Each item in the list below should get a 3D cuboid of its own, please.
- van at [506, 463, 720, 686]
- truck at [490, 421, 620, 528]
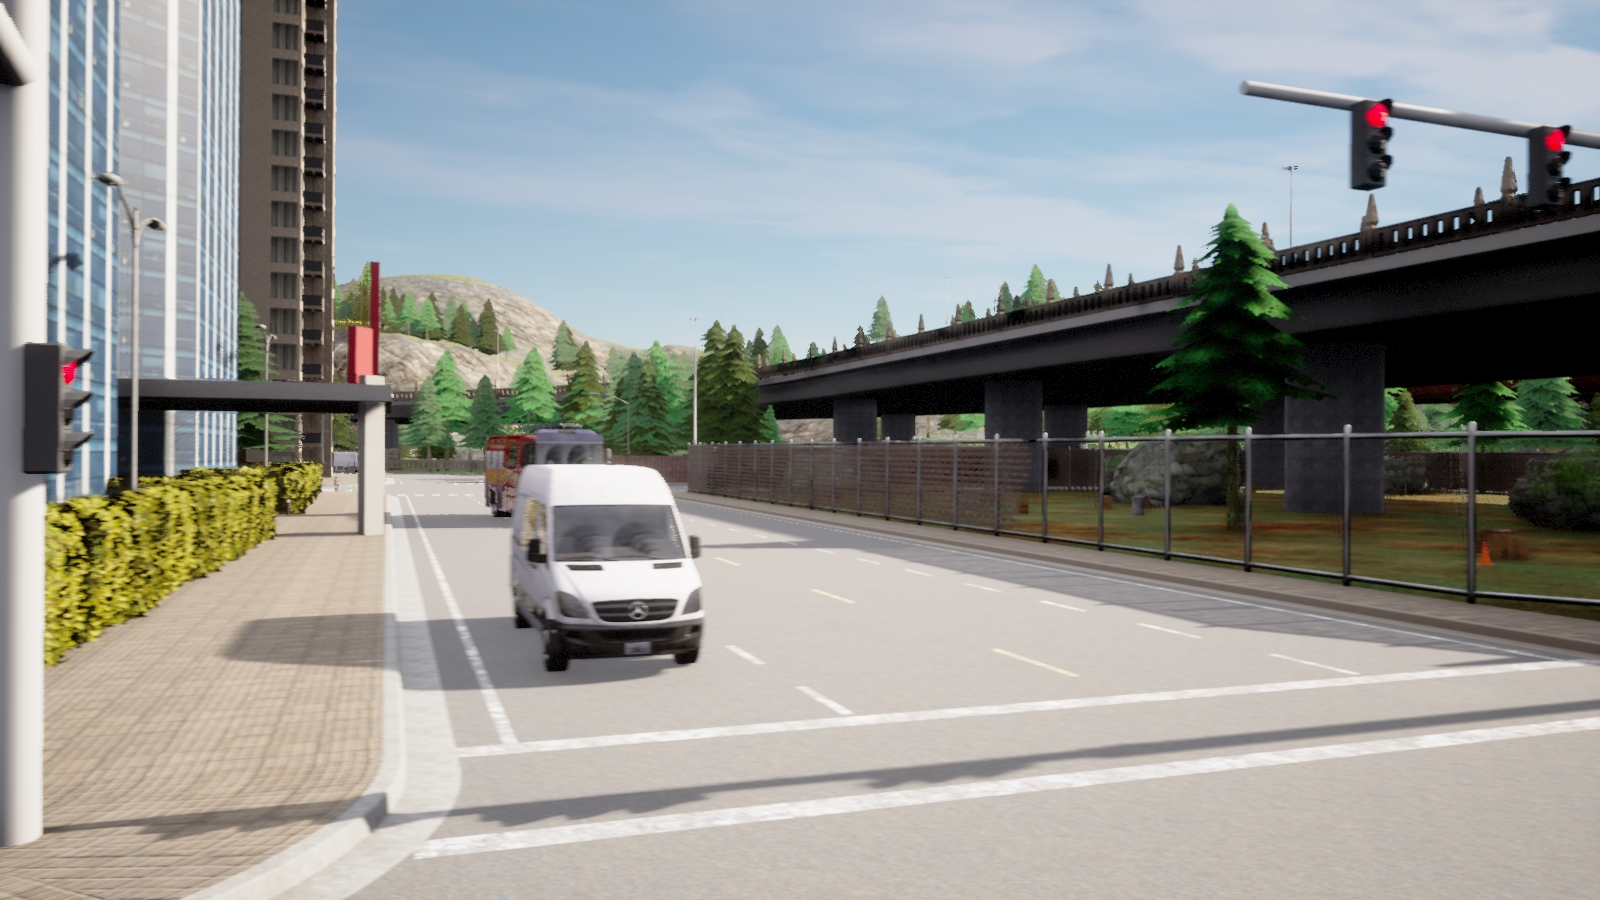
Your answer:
[{"bbox_3d":[-2.940,1.505,16.553,1.988,2.561,5.915,0,0,-20],"label":"van"},{"bbox_3d":[-9.865,0.882,45.235,2.891,3.827,8.468,1,0,-27],"label":"truck"}]
